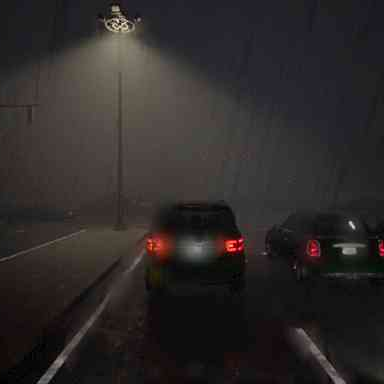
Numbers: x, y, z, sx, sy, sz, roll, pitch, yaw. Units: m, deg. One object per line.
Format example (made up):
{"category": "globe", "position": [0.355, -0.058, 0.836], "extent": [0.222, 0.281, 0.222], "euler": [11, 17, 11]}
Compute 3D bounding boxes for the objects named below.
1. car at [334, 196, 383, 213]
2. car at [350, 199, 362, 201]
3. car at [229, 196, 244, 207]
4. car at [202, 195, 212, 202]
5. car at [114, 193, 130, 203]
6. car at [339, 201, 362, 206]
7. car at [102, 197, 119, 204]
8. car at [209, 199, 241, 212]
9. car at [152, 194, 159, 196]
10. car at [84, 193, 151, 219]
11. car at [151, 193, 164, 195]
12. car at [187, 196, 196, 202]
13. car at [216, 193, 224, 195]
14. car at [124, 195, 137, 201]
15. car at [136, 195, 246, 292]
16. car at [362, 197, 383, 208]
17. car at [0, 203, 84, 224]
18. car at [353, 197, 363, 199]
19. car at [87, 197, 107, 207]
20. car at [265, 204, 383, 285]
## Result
{"category": "car", "position": [18.124, 1.338, 36.086], "extent": [4.553, 1.767, 2.097], "euler": [0, 0, 1]}
{"category": "car", "position": [14.680, 1.537, 29.118], "extent": [5.357, 1.411, 2.033], "euler": [0, 0, 1]}
{"category": "car", "position": [6.944, 1.486, 52.761], "extent": [1.837, 1.490, 4.892], "euler": [0, 0, 1]}
{"category": "car", "position": [3.396, 1.512, 76.602], "extent": [2.033, 1.411, 5.357], "euler": [0, 0, 0]}
{"category": "car", "position": [-15.099, 1.199, 71.887], "extent": [2.150, 2.045, 5.566], "euler": [0, 0, 0]}
{"category": "car", "position": [11.106, 1.592, 25.508], "extent": [4.718, 1.301, 1.895], "euler": [0, 0, -1]}
{"category": "car", "position": [-15.140, 1.578, 61.991], "extent": [1.895, 1.301, 4.718], "euler": [0, 0, 0]}
{"category": "car", "position": [3.808, 1.586, 39.293], "extent": [1.895, 1.301, 4.718], "euler": [0, 0, -21]}
{"category": "car", "position": [-8.141, 1.525, 62.932], "extent": [2.033, 1.411, 5.357], "euler": [0, 0, 1]}
{"category": "car", "position": [-6.582, 1.211, 28.285], "extent": [5.566, 2.045, 2.150], "euler": [0, 0, -5]}
{"category": "car", "position": [-8.101, 1.198, 73.453], "extent": [2.150, 2.045, 5.566], "euler": [0, 0, 0]}
{"category": "car", "position": [-0.090, 1.569, 74.282], "extent": [1.895, 1.301, 4.718], "euler": [0, 0, 0]}
{"category": "car", "position": [6.907, 1.195, 83.427], "extent": [2.150, 2.045, 5.566], "euler": [0, 0, 1]}
{"category": "car", "position": [-15.104, 1.495, 81.988], "extent": [2.128, 1.511, 4.902], "euler": [0, 0, 0]}
{"category": "car", "position": [0.067, 1.218, 9.075], "extent": [2.150, 2.045, 5.566], "euler": [0, 0, 0]}
{"category": "car", "position": [7.066, 1.218, 8.772], "extent": [2.150, 2.045, 5.566], "euler": [0, 0, 0]}
{"category": "car", "position": [-11.133, 1.539, 24.397], "extent": [5.357, 1.411, 2.033], "euler": [0, 0, -2]}
{"category": "car", "position": [18.795, 1.466, 32.579], "extent": [5.008, 1.535, 1.882], "euler": [0, 0, 1]}
{"category": "car", "position": [-15.162, 1.544, 53.238], "extent": [1.994, 1.385, 4.181], "euler": [0, 0, 0]}
{"category": "car", "position": [3.566, 1.348, 9.645], "extent": [2.097, 1.767, 4.553], "euler": [0, 0, 0]}
